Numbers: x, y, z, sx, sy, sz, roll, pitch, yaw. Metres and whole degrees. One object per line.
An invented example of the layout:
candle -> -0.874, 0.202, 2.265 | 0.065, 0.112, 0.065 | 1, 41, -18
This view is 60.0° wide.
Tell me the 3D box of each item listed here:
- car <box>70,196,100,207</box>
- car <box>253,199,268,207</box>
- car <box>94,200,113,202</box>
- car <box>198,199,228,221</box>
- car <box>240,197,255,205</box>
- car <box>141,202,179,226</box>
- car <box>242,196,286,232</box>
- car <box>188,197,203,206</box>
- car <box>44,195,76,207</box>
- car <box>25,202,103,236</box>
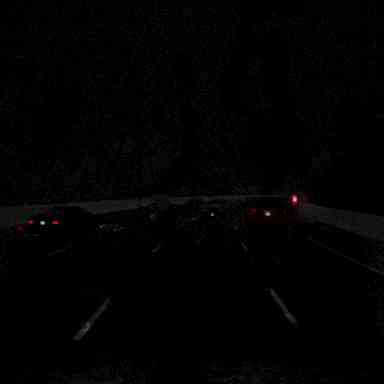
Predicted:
car -> -15.480, 1.311, 48.554 | 1.837, 1.490, 4.892 | 1, 0, 13
car -> 11.344, 1.775, 54.871 | 1.895, 1.301, 4.718 | 1, 0, 18
car -> -12.112, 1.074, 47.613 | 2.150, 2.045, 5.566 | 1, 0, 13
car -> 1.970, 1.563, 28.093 | 1.812, 1.442, 4.674 | 0, 0, 9
car -> 10.855, 1.661, 64.346 | 2.128, 1.511, 4.902 | 1, 0, 18
car -> -2.159, 1.457, 23.700 | 1.882, 1.535, 5.008 | 0, 0, 8
car -> 4.502, 1.291, 20.954 | 2.150, 2.045, 5.566 | 0, 0, 7
car -> 0.714, 1.594, 55.047 | 1.994, 1.385, 4.181 | 1, 0, 17
car -> -19.106, 1.264, 48.412 | 1.837, 1.490, 4.892 | 1, 0, 13
car -> -6.546, 1.465, 17.742 | 2.033, 1.411, 5.357 | 1, 0, 7
